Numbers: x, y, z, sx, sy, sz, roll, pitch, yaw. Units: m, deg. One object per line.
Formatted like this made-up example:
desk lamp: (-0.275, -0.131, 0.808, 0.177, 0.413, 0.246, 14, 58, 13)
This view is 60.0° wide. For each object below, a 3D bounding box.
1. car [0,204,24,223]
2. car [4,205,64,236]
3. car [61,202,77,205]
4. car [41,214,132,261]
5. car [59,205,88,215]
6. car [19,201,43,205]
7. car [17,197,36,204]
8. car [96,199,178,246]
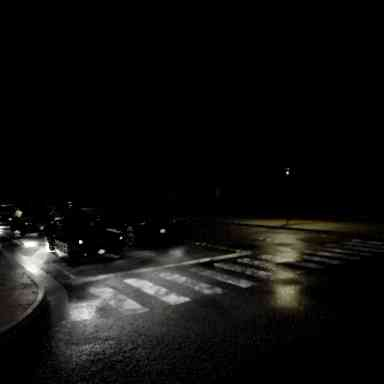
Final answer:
car: (-15.943, 1.968, 28.350, 1.812, 1.442, 4.674, -1, 0, -39)
car: (-9.942, 1.798, 20.690, 2.128, 1.511, 4.902, -1, 0, -38)
car: (-16.825, 2.108, 45.109, 2.033, 1.411, 5.357, 0, 0, -41)
car: (-4.399, 1.780, 13.326, 1.895, 1.301, 4.718, -1, 0, -36)
car: (-8.675, 1.874, 24.355, 1.994, 1.385, 4.181, -1, 0, -39)
car: (-15.091, 1.960, 32.490, 1.837, 1.490, 4.892, -1, 0, -39)
car: (-29.771, 2.045, 59.816, 2.150, 2.045, 5.566, 0, -2, -43)
car: (-2.999, 1.400, 16.848, 2.150, 2.045, 5.566, -1, 0, -39)
